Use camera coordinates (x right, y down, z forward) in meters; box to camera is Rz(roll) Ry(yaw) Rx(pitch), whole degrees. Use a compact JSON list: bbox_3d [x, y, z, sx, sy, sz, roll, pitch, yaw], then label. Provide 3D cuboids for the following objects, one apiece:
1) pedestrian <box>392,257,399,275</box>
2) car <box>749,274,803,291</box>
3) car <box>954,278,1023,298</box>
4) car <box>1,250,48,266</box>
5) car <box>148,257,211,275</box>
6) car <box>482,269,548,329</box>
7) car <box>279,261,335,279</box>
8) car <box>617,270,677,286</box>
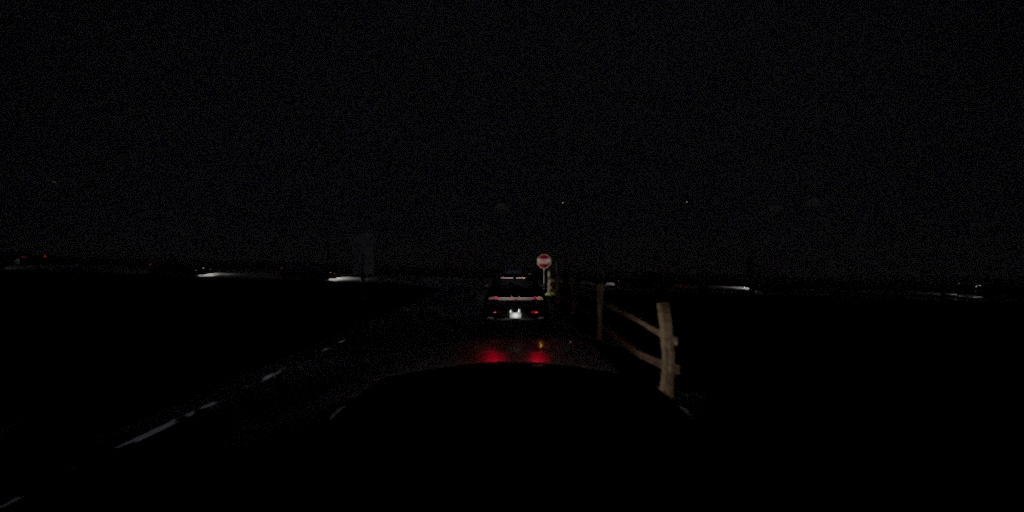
[{"bbox_3d":[-12.052,0.961,37.024,0.375,1.860,0.375,0,0,0],"label":"pedestrian"},{"bbox_3d":[24.845,2.447,33.844,4.181,1.385,1.994,2,2,0],"label":"car"},{"bbox_3d":[44.729,2.817,33.686,4.553,1.767,2.097,2,2,1],"label":"car"},{"bbox_3d":[-47.198,0.130,34.107,4.181,1.385,1.994,2,2,0],"label":"car"},{"bbox_3d":[-28.779,0.819,31.135,4.181,1.385,1.994,2,2,0],"label":"car"},{"bbox_3d":[0.094,1.357,11.754,2.128,1.511,4.902,0,-1,0],"label":"car"},{"bbox_3d":[-17.720,1.187,31.087,4.181,1.385,1.994,2,2,1],"label":"car"},{"bbox_3d":[12.711,2.052,33.897,5.357,1.411,2.033,2,2,0],"label":"car"}]
